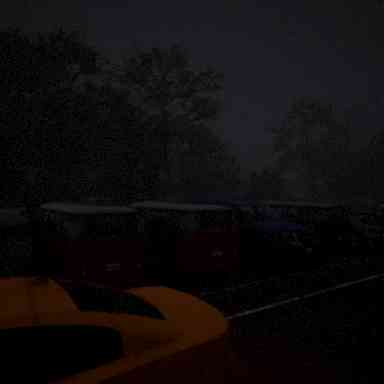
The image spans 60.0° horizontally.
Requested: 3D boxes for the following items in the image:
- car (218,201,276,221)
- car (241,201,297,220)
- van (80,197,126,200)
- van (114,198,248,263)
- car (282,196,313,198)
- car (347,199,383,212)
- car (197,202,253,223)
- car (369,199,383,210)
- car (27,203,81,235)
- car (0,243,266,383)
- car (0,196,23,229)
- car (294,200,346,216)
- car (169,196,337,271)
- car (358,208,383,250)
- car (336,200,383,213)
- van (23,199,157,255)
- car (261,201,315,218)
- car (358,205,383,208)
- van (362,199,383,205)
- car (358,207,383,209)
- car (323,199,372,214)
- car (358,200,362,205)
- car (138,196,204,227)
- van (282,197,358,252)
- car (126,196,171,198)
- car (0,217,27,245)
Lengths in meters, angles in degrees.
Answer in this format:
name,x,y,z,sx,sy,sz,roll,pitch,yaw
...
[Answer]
name,x,y,z,sx,sy,sz,roll,pitch,yaw
car,4.873,1.659,30.325,1.946,1.575,5.366,0,0,-36
car,7.244,1.673,31.784,2.097,1.535,5.008,0,0,-36
van,-6.384,1.334,22.203,1.878,1.987,4.442,1,0,-36
van,-0.605,1.312,10.258,1.878,1.987,4.442,1,0,-36
car,11.776,1.436,34.992,2.435,2.045,5.566,0,0,-36
car,23.161,1.714,42.929,1.946,1.575,5.366,0,0,-36
car,2.742,1.681,28.540,2.163,1.488,4.792,1,0,-36
car,27.588,1.758,46.283,2.163,1.488,4.792,0,0,-36
car,-8.684,1.529,20.646,1.946,1.575,5.366,1,0,-36
car,-1.947,1.474,2.296,5.008,1.535,1.882,1,0,-35
car,-10.849,1.253,18.906,2.435,2.045,5.566,1,0,-36
car,14.015,1.693,36.633,2.097,1.535,5.008,0,0,-36
car,1.762,1.315,11.770,2.435,2.045,5.566,1,0,-36
car,6.304,1.616,15.055,2.231,1.521,4.892,1,0,-36
car,20.778,1.740,41.491,2.163,1.488,4.792,0,0,-36
van,-2.886,1.284,8.629,1.878,1.987,4.442,1,0,-36
car,9.505,1.682,33.398,2.231,1.521,4.892,0,0,-36
car,10.857,1.683,18.335,2.163,1.488,4.792,0,0,-36
van,13.088,1.439,20.035,1.878,1.987,4.442,0,0,-36
car,8.590,1.676,16.677,2.002,1.452,4.674,1,0,-36
car,18.533,1.706,39.860,2.231,1.521,4.892,0,0,-36
car,16.274,1.699,38.246,2.097,1.535,5.008,0,0,-36
car,-1.780,1.359,25.312,2.435,2.045,5.566,1,0,-36
van,3.956,1.368,13.515,1.878,1.987,4.442,1,0,-36
car,-4.073,1.336,23.745,2.435,2.045,5.566,1,0,-36
car,-5.098,1.483,6.898,2.231,1.521,4.892,1,0,-36
